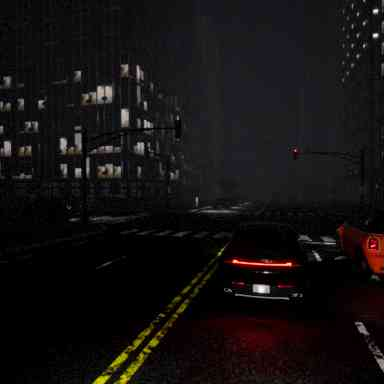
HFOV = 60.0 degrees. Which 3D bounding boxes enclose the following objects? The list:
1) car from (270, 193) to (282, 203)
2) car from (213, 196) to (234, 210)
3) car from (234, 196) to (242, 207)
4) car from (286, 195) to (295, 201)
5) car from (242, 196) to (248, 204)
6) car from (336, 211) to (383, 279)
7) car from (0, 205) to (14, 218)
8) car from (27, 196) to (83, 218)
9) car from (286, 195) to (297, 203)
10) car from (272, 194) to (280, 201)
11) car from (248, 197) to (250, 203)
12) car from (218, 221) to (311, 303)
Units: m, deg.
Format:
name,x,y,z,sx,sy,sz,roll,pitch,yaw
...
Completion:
name,x,y,z,sx,sy,sz,roll,pitch,yaw
car,17.757,1.157,70.273,2.150,2.045,5.566,0,0,14
car,3.911,1.501,42.875,1.812,1.442,4.674,0,0,14
car,6.215,1.471,51.853,1.837,1.490,4.892,0,0,14
car,23.489,1.465,79.525,2.033,1.411,5.357,0,0,14
car,8.551,1.481,60.847,1.812,1.442,4.674,0,0,15
car,5.725,1.347,9.958,2.097,1.767,4.553,0,0,14
car,-16.765,1.434,27.217,4.313,1.339,1.947,1,1,16
car,-11.762,1.216,28.657,4.553,1.767,2.097,1,1,15
car,20.925,1.464,69.523,2.128,1.511,4.902,0,0,14
car,20.340,1.236,80.335,1.882,1.535,5.008,0,0,14
car,11.104,1.496,70.504,1.994,1.385,4.181,0,0,14
car,1.855,1.501,8.356,1.837,1.490,4.892,0,0,14
